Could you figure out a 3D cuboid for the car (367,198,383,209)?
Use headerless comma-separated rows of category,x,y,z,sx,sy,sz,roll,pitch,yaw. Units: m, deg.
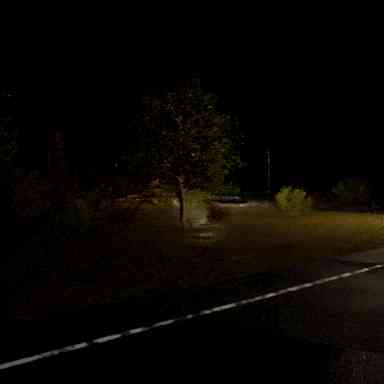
car,24.610,1.374,41.704,2.128,1.511,4.902,0,0,-37

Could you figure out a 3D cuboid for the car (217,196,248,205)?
car,6.604,1.348,53.859,2.033,1.411,5.357,0,0,-37

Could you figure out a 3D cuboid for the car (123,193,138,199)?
car,-16.649,1.034,88.252,1.882,1.535,5.008,0,0,-30

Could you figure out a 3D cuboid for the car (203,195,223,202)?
car,4.302,1.280,68.470,1.994,1.385,4.181,0,0,-37
